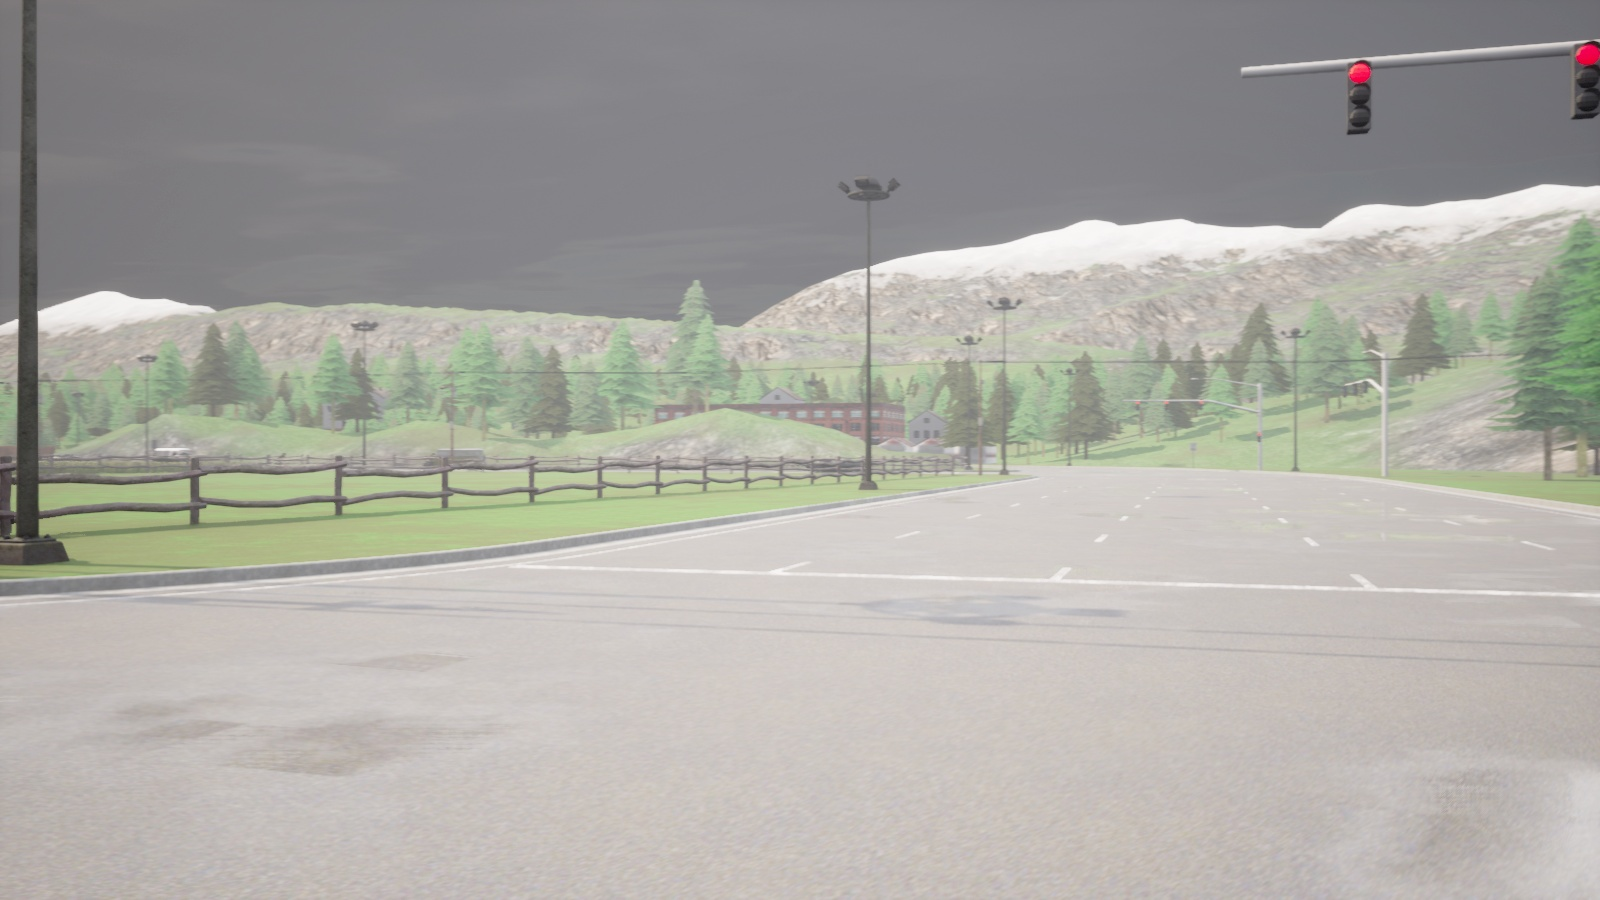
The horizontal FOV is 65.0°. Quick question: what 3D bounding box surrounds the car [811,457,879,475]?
[{"bbox_3d":[3.335,1.185,93.346,4.718,1.301,1.895,0,0,17],"label":"car"}]
